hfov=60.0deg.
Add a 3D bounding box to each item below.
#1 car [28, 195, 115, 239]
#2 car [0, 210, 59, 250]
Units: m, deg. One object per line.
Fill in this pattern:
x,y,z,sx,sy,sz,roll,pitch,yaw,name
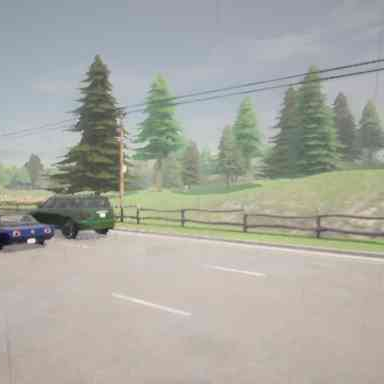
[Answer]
-6.367,1.171,17.117,5.566,2.045,2.150,0,0,36,car
-7.885,1.552,13.898,4.718,1.301,1.895,0,0,36,car
